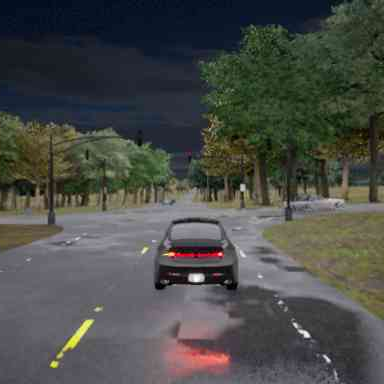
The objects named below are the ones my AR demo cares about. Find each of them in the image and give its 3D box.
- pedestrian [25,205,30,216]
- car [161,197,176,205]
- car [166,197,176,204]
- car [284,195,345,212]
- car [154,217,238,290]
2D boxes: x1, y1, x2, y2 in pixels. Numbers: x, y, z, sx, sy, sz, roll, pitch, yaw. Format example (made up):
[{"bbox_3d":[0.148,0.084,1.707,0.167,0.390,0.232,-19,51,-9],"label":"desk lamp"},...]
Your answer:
[{"bbox_3d":[-18.082,1.918,36.533,0.375,1.300,0.375,0,2,2],"label":"pedestrian"},{"bbox_3d":[-4.287,1.580,58.435,2.128,1.511,4.902,0,-1,-1],"label":"car"},{"bbox_3d":[-4.569,1.862,73.378,1.895,1.301,4.718,0,-1,-1],"label":"car"},{"bbox_3d":[10.101,0.905,27.394,4.718,1.301,1.895,-2,0,-14],"label":"car"},{"bbox_3d":[0.090,1.436,8.923,1.837,1.490,4.892,0,0,0],"label":"car"}]
